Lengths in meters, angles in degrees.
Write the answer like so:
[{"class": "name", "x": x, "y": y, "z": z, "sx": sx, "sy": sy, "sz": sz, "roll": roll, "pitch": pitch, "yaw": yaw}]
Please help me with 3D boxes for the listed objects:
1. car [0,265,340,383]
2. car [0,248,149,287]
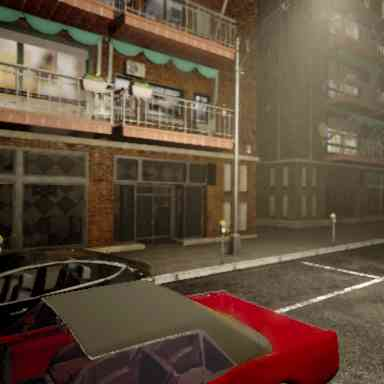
[{"class": "car", "x": -0.922, "y": 1.601, "z": 2.710, "sx": 4.718, "sy": 1.301, "sz": 1.895, "roll": 0, "pitch": 0, "yaw": -35}, {"class": "car", "x": -2.555, "y": 1.566, "z": 4.725, "sx": 4.313, "sy": 1.339, "sz": 1.947, "roll": 0, "pitch": 1, "yaw": -36}]
